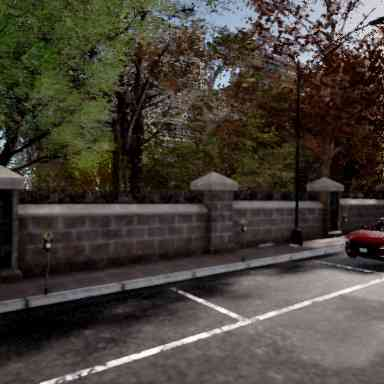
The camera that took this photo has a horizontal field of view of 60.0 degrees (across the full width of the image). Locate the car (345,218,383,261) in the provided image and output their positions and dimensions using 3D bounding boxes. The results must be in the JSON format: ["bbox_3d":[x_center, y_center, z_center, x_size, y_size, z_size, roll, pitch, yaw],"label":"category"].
[{"bbox_3d":[7.159,1.572,11.648,4.507,1.381,1.887,0,1,-35],"label":"car"}]
